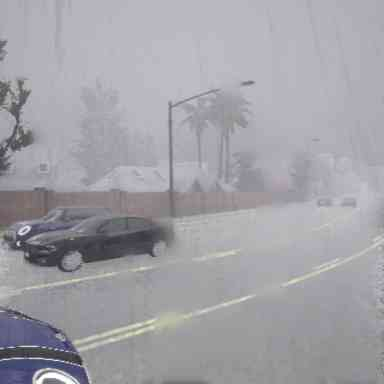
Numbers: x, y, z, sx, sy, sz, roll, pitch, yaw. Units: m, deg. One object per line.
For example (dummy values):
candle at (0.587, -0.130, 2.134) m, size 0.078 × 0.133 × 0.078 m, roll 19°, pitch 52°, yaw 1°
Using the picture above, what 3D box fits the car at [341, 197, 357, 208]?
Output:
car at (23.981, 1.601, 50.810) m, size 1.837 × 1.490 × 4.892 m, roll -1°, pitch -1°, yaw 31°

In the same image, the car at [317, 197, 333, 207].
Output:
car at (21.118, 1.615, 52.838) m, size 2.128 × 1.511 × 4.902 m, roll -1°, pitch 0°, yaw 31°

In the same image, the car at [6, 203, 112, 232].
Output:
car at (-5.114, 1.375, 13.675) m, size 4.553 × 1.767 × 2.097 m, roll 0°, pitch 0°, yaw -43°

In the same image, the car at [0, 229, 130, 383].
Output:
car at (-2.871, 1.356, 1.836) m, size 4.553 × 1.767 × 2.097 m, roll 0°, pitch 0°, yaw -35°

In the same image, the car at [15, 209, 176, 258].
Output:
car at (-2.789, 1.492, 11.041) m, size 5.008 × 1.535 × 1.882 m, roll 0°, pitch 0°, yaw -43°
